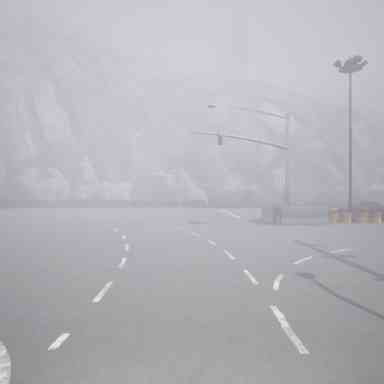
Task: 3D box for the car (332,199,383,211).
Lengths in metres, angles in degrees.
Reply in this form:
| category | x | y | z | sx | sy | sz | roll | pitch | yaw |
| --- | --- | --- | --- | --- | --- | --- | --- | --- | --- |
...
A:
| category | x | y | z | sx | sy | sz | roll | pitch | yaw |
| --- | --- | --- | --- | --- | --- | --- | --- | --- | --- |
| car | 15.590 | 1.501 | 30.541 | 4.181 | 1.385 | 1.994 | 0 | 0 | -3 |

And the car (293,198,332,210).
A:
| category | x | y | z | sx | sy | sz | roll | pitch | yaw |
| --- | --- | --- | --- | --- | --- | --- | --- | --- | --- |
| car | 15.299 | 1.462 | 41.041 | 5.357 | 1.411 | 2.033 | 0 | 0 | -3 |
